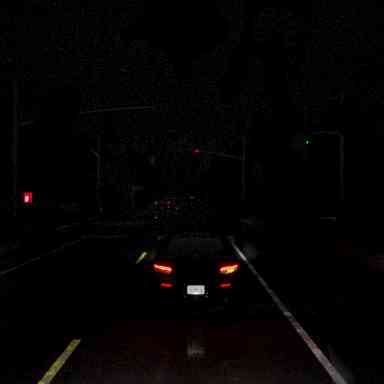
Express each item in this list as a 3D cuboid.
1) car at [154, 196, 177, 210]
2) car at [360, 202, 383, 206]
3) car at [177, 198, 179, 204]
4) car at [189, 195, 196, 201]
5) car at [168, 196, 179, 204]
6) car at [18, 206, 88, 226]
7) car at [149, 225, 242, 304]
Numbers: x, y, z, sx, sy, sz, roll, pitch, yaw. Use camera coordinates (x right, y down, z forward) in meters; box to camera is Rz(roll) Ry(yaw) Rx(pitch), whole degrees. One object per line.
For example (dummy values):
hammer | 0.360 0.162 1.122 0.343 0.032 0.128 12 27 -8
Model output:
car | -3.527 1.352 42.348 2.097 1.767 4.553 0 0 2
car | 15.583 1.528 28.601 5.357 1.411 2.033 0 0 -6
car | -3.513 1.526 52.181 1.812 1.442 4.674 0 0 0
car | 0.123 1.525 80.843 2.128 1.511 4.902 0 0 0
car | -3.469 1.526 62.259 1.812 1.442 4.674 0 0 1
car | -9.818 1.615 23.346 4.718 1.301 1.895 0 0 -8
car | 0.085 1.526 8.048 1.812 1.442 4.674 0 0 0
